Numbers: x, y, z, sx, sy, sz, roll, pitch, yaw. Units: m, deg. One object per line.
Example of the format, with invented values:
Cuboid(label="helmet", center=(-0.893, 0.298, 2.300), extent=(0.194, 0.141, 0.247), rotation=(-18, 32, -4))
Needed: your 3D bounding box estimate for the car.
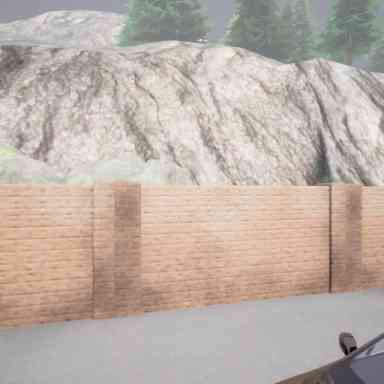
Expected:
Cuboid(label="car", center=(2.178, 1.492, 1.904), extent=(4.902, 1.511, 2.128), rotation=(0, 0, -18))
